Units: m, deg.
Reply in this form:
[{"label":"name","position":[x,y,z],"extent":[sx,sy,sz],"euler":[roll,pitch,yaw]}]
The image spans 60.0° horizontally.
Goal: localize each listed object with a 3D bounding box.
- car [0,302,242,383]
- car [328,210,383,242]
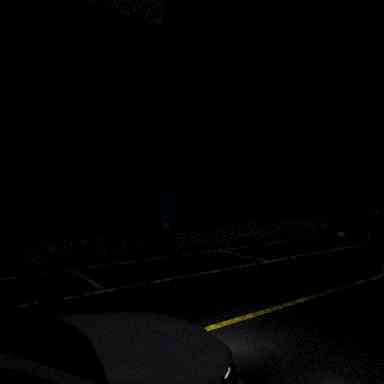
[{"label":"car","position":[-1.704,1.525,2.218],"extent":[4.674,1.442,1.812],"euler":[0,0,-35]},{"label":"car","position":[8.602,1.566,16.530],"extent":[4.313,1.339,1.947],"euler":[0,0,-36]}]
